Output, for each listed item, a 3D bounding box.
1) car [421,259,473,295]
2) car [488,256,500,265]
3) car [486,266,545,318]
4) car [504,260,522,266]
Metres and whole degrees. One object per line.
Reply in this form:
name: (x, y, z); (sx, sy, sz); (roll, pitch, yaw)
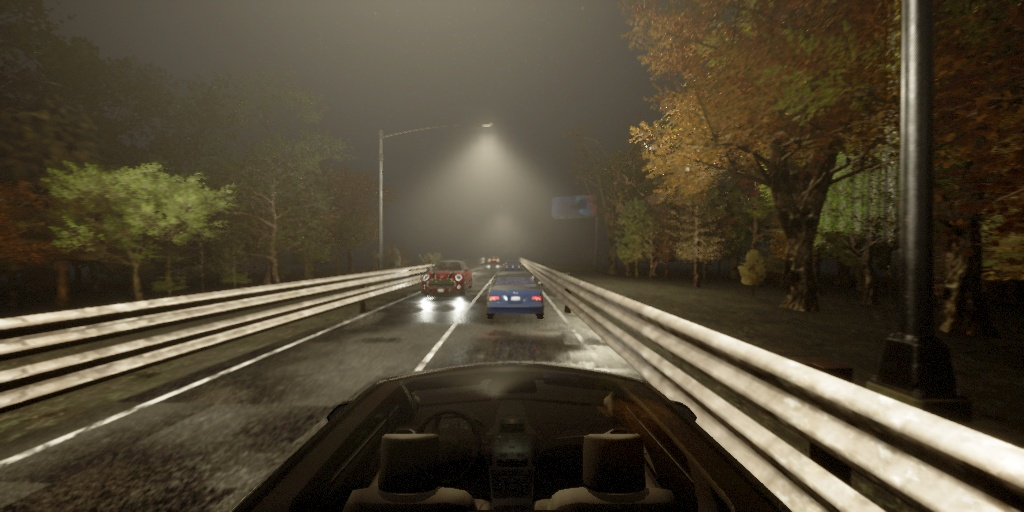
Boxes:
car: (-3.347, 1.016, 19.128); (2.097, 1.767, 4.553); (0, 0, 0)
car: (-3.287, 0.793, 65.276); (2.097, 1.767, 4.553); (0, 0, 0)
car: (0.101, 1.242, 12.712); (2.033, 1.411, 5.357); (0, 0, 0)
car: (0.091, 1.120, 38.026); (2.033, 1.411, 5.357); (0, 0, 0)
